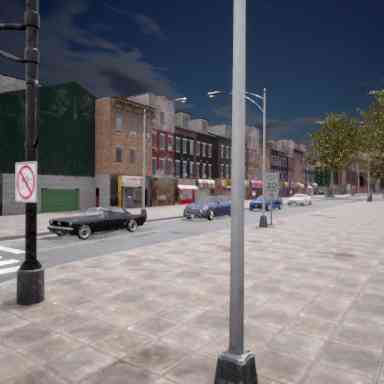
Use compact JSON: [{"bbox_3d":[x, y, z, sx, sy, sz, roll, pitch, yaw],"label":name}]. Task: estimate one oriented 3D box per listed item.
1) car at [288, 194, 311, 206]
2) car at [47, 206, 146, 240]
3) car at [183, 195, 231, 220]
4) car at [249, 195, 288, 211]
[{"bbox_3d":[13.288,0.950,41.062,1.812,1.442,4.674,1,1,37],"label":"car"},{"bbox_3d":[-4.487,1.407,16.229,1.895,1.301,4.718,1,1,35],"label":"car"},{"bbox_3d":[1.337,1.024,24.387,2.097,1.767,4.553,1,1,36],"label":"car"},{"bbox_3d":[7.407,1.019,32.887,1.882,1.535,5.008,1,1,36],"label":"car"}]
